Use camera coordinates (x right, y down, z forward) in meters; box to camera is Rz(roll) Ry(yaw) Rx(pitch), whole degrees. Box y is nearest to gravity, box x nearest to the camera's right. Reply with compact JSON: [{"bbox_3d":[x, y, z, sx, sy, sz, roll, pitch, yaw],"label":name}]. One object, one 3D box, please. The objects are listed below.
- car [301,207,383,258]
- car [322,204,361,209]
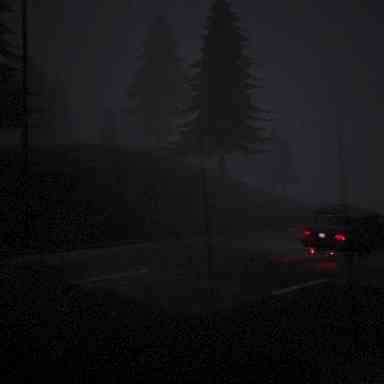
[{"bbox_3d":[6.401,1.496,12.607,5.357,1.411,2.033,0,0,-35],"label":"car"},{"bbox_3d":[8.679,1.418,18.616,4.902,1.511,2.128,0,0,-37],"label":"car"}]
